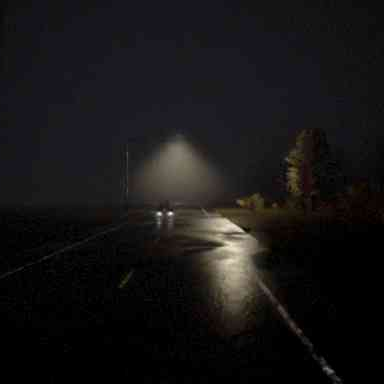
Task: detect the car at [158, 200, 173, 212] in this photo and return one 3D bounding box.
[{"bbox_3d":[-3.581,1.926,45.559,1.837,1.490,4.892,0,-1,0],"label":"car"}]

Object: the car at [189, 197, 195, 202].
[{"bbox_3d":[0.006,2.299,92.537,1.895,1.301,4.718,0,-1,0],"label":"car"}]

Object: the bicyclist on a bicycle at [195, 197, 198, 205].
[{"bbox_3d":[0.967,2.058,74.441,0.659,1.776,1.843,0,-1,0],"label":"bicyclist on a bicycle"}]

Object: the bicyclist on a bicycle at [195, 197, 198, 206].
[{"bbox_3d":[0.966,1.975,65.442,0.659,1.776,1.843,0,-1,0],"label":"bicyclist on a bicycle"}]
